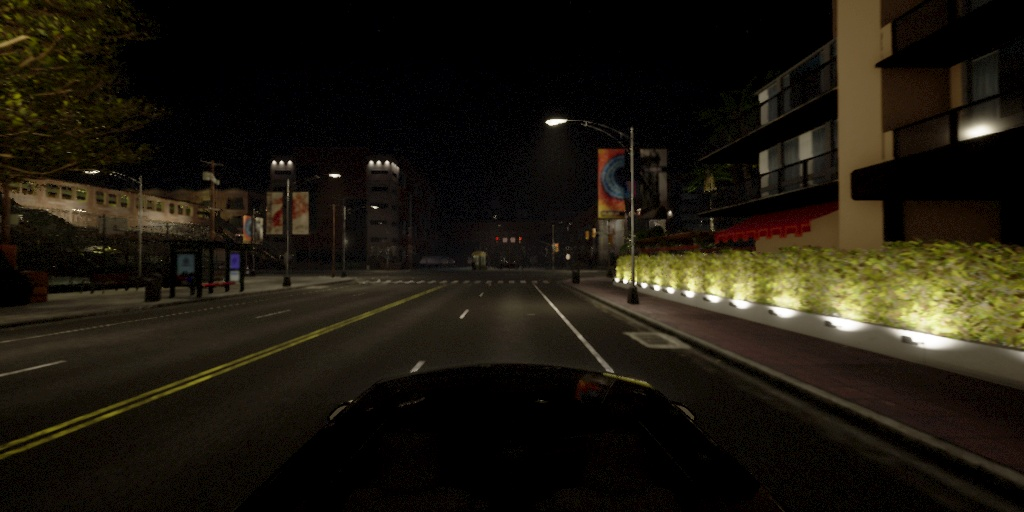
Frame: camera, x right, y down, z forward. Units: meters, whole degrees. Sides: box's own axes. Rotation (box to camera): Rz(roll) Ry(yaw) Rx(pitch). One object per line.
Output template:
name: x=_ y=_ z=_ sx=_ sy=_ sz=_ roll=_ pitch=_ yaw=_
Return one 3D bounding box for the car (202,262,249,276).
car: x=-34.940 y=1.502 z=43.936 sx=4.553 sy=1.767 sz=2.097 roll=0 pitch=-1 yaw=1
